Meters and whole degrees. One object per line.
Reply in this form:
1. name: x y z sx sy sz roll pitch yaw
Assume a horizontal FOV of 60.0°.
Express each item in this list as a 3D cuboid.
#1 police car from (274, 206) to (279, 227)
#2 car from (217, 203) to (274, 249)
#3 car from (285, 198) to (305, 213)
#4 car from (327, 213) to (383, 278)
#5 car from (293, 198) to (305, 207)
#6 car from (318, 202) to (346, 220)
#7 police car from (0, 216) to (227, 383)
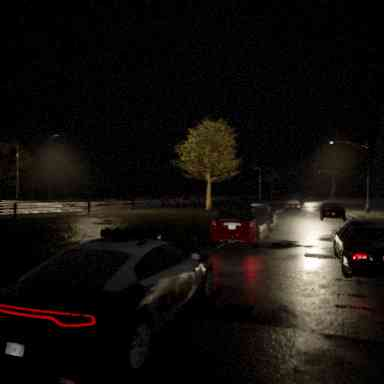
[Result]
1. police car: 4.372 1.521 21.026 1.930 1.638 5.238 0 0 20
2. car: 2.309 1.426 15.244 2.097 1.767 4.553 0 0 20
3. car: 12.385 1.709 40.279 2.033 1.411 5.357 0 0 20
4. car: 5.365 1.582 9.967 2.033 1.411 5.357 0 0 20
5. car: 18.823 1.791 58.412 1.994 1.385 4.181 0 0 20
6. car: 12.001 1.580 28.576 1.882 1.535 5.008 0 0 20
7. police car: -1.003 1.467 5.956 1.930 1.638 5.238 0 0 20
